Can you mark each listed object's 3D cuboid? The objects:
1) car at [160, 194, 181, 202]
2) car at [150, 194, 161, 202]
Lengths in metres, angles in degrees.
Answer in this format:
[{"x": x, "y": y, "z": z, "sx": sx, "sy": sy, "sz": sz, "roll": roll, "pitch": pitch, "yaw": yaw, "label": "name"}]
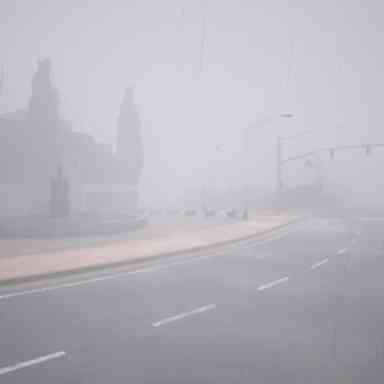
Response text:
[{"x": -5.017, "y": 1.721, "z": 78.109, "sx": 1.970, "sy": 1.475, "sz": 3.806, "roll": -1, "pitch": 0, "yaw": 30, "label": "car"}, {"x": -7.519, "y": 1.504, "z": 79.570, "sx": 1.905, "sy": 1.878, "sz": 3.866, "roll": -1, "pitch": 0, "yaw": 30, "label": "car"}]
